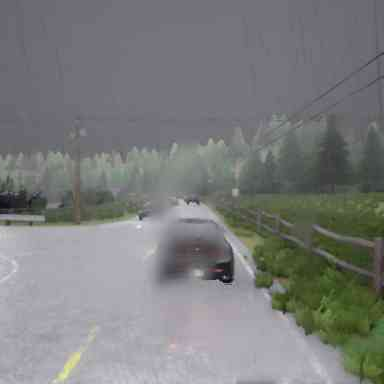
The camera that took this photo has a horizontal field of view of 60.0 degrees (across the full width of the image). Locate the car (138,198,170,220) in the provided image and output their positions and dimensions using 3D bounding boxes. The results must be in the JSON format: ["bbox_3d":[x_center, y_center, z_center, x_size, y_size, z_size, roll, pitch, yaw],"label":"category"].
[{"bbox_3d":[-3.217,1.492,27.796,1.837,1.490,4.892,0,0,2],"label":"car"}]

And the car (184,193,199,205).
[{"bbox_3d":[0.110,1.195,59.371,2.150,2.045,5.566,0,0,-3],"label":"car"}]

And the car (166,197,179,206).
[{"bbox_3d":[-3.102,1.501,53.416,1.812,1.442,4.674,0,0,-1],"label":"car"}]

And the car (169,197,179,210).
[{"bbox_3d":[-3.055,1.474,40.203,2.128,1.511,4.902,0,0,0],"label":"car"}]

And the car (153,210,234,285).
[{"bbox_3d":[-0.024,1.501,9.508,1.837,1.490,4.892,0,0,-3],"label":"car"}]
